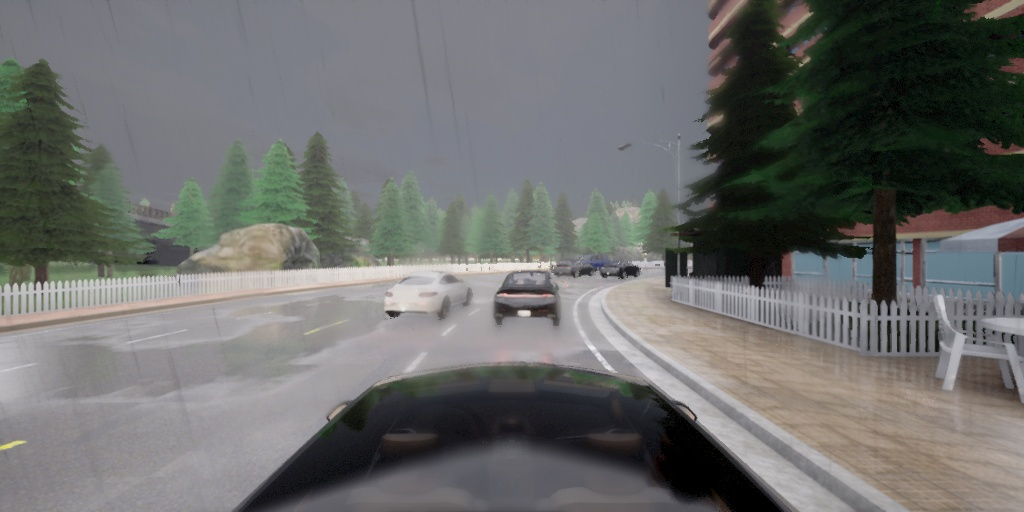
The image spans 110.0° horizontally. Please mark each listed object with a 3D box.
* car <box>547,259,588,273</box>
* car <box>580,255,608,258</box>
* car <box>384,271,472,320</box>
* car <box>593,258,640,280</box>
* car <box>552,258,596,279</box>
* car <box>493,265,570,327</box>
[{"bbox_3d":[6.564,1.144,42.222,4.892,1.490,1.837,0,0,-38],"label":"car"},{"bbox_3d":[8.564,0.868,39.511,5.566,2.045,2.150,0,0,-39],"label":"car"},{"bbox_3d":[-2.763,1.246,12.529,1.812,1.442,4.674,0,0,8],"label":"car"},{"bbox_3d":[9.184,1.163,30.161,2.128,1.511,4.902,0,0,41],"label":"car"},{"bbox_3d":[5.562,1.160,31.250,2.128,1.511,4.902,0,0,39],"label":"car"},{"bbox_3d":[0.610,1.216,11.443,2.128,1.511,4.902,0,0,7],"label":"car"}]
